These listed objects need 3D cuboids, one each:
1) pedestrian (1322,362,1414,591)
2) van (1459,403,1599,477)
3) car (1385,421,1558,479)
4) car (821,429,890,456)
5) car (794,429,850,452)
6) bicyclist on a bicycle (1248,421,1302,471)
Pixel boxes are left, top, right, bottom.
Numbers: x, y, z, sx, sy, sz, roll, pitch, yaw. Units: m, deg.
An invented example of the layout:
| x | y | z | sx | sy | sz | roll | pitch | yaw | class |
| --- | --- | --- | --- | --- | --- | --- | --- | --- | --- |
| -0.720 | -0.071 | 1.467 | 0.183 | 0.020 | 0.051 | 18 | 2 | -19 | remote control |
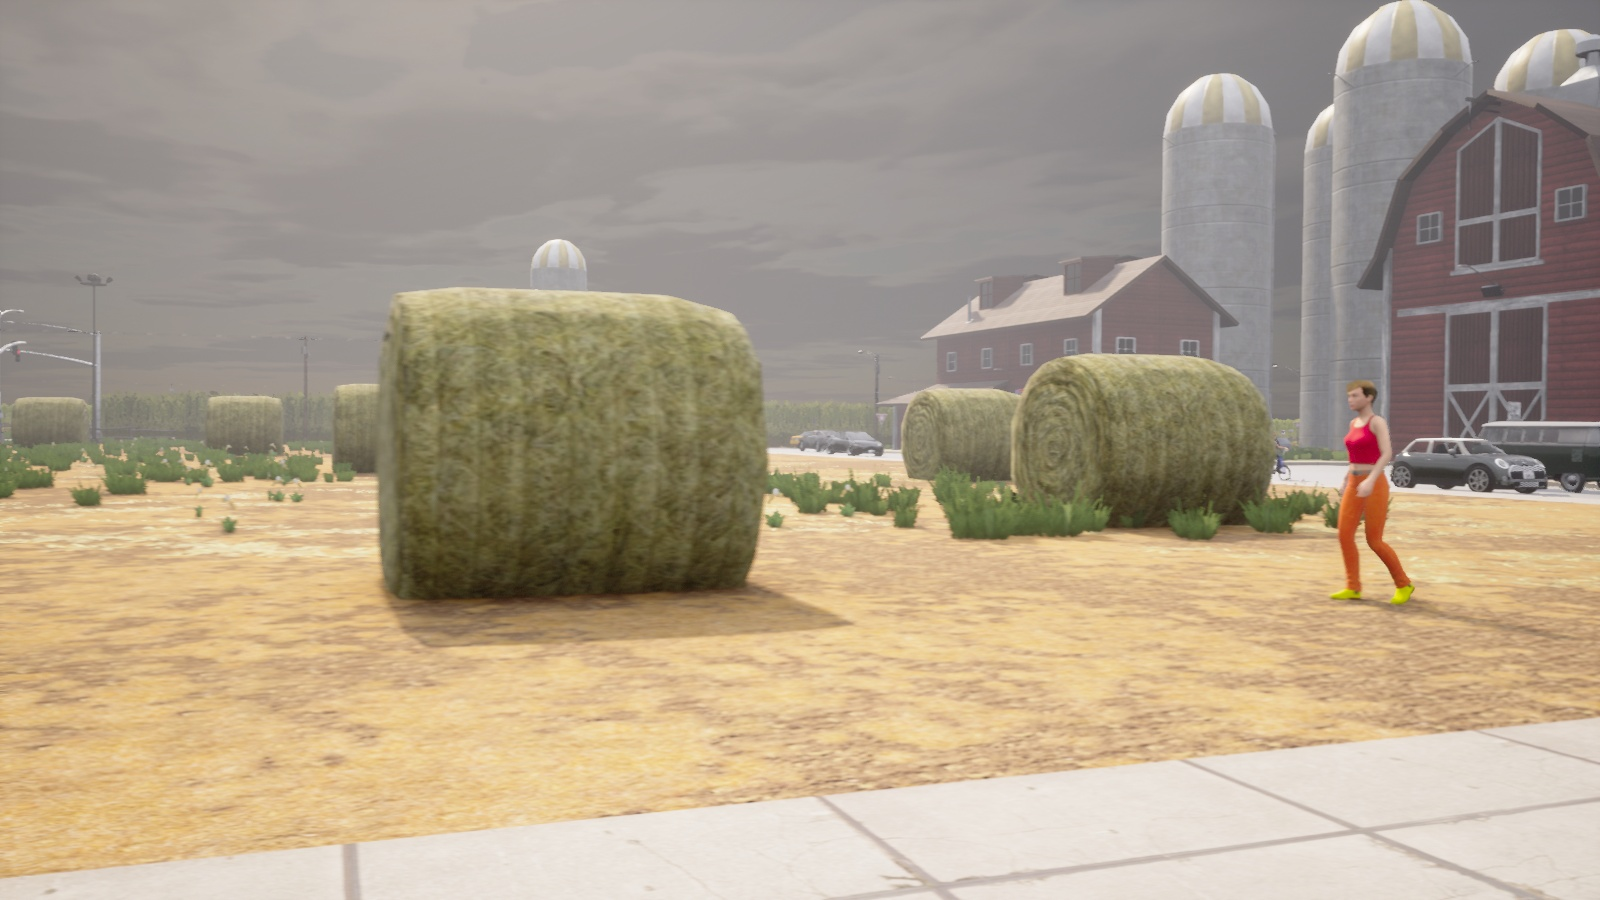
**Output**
| x | y | z | sx | sy | sz | roll | pitch | yaw | class |
| --- | --- | --- | --- | --- | --- | --- | --- | --- | --- |
| 4.642 | 0.206 | 10.270 | 0.594 | 1.836 | 0.345 | -1 | 1 | -12 | pedestrian |
| 21.470 | -0.295 | 36.043 | 1.775 | 1.987 | 4.442 | -1 | 1 | -22 | van |
| 18.334 | -0.023 | 34.469 | 1.970 | 1.475 | 3.806 | -1 | 1 | -22 | car |
| 3.134 | -0.442 | 72.404 | 2.163 | 1.488 | 4.792 | -1 | 1 | -22 | car |
| 1.460 | -0.689 | 85.986 | 2.128 | 1.511 | 4.902 | -1 | 1 | -22 | car |
| 15.601 | -0.133 | 41.269 | 0.866 | 1.612 | 1.509 | -1 | 1 | -22 | bicyclist on a bicycle |
